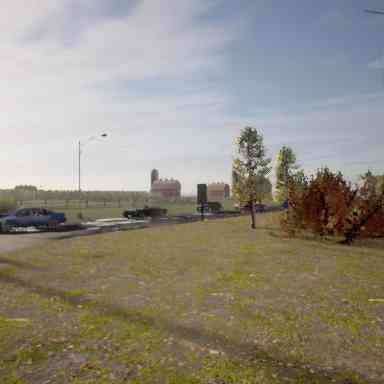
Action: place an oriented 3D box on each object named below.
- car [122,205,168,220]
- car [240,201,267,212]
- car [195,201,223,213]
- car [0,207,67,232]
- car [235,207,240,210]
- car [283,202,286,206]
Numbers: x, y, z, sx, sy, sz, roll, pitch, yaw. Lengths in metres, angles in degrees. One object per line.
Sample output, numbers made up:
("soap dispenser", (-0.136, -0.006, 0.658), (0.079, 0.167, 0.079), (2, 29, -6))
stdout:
("car", (-4.412, 1.869, 31.560), (1.895, 1.301, 4.718), (-1, -1, 32))
("car", (8.736, 1.876, 45.663), (1.837, 1.490, 4.892), (-1, -2, 32))
("car", (2.227, 1.894, 42.177), (1.837, 1.490, 4.892), (-1, -2, 32))
("car", (-10.770, 1.702, 21.484), (2.033, 1.411, 5.357), (-2, -2, 32))
("car", (8.609, 1.726, 52.407), (2.150, 2.045, 5.566), (-1, -1, 32))
("car", (18.604, 1.773, 61.733), (2.150, 2.045, 5.566), (-1, -3, 31))
